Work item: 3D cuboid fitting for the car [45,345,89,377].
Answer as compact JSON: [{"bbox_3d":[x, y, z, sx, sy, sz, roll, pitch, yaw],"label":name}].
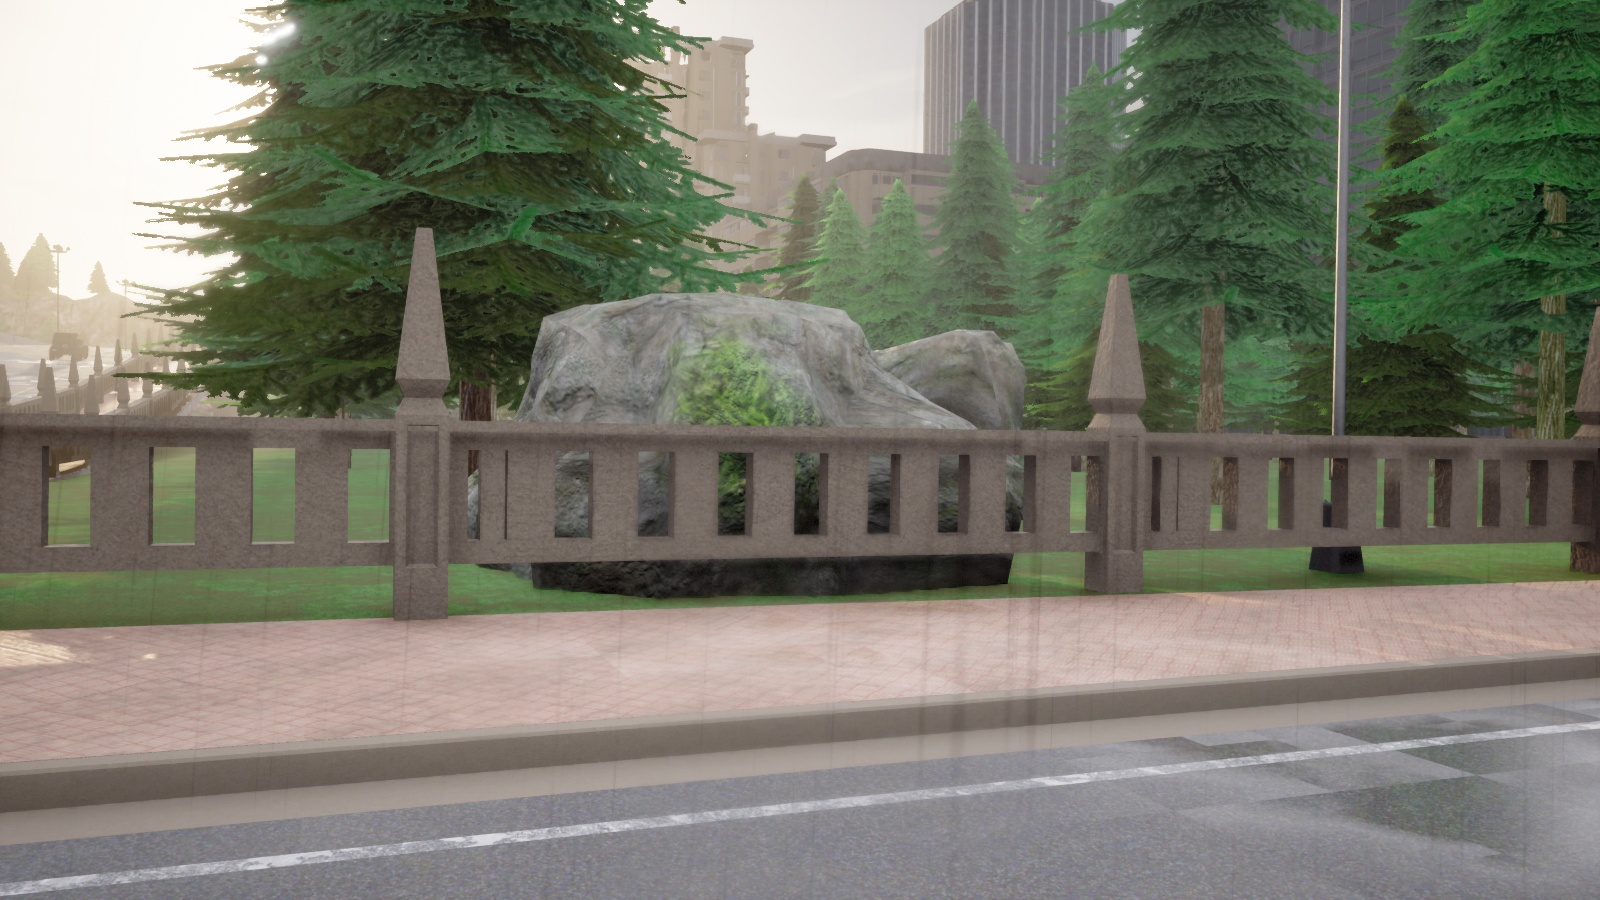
[{"bbox_3d":[-49.467,-6.012,84.859,1.905,1.878,3.866,-1,8,-21],"label":"car"}]
